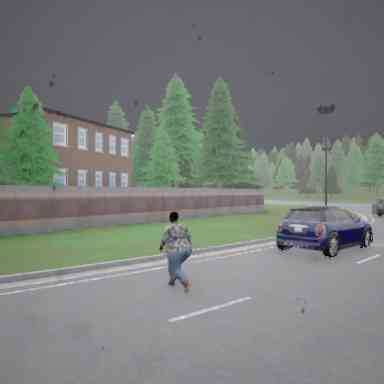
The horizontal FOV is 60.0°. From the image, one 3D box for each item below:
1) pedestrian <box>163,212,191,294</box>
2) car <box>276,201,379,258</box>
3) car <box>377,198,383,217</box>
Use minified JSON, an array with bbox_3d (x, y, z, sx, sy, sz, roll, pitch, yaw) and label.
[{"bbox_3d":[-0.339,1.294,7.554,0.375,1.860,0.375,0,0,-38],"label":"pedestrian"},{"bbox_3d":[5.290,1.351,13.096,4.553,1.767,2.097,0,0,-42],"label":"car"},{"bbox_3d":[18.436,1.354,31.521,2.097,1.767,4.553,0,0,21],"label":"car"}]
